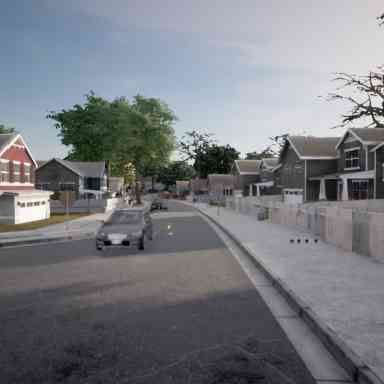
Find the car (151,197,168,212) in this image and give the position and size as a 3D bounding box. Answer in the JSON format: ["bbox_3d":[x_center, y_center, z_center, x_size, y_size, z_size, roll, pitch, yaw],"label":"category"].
[{"bbox_3d":[-3.894,1.630,39.801,1.994,1.385,4.181,0,0,-4],"label":"car"}]

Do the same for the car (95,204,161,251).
[{"bbox_3d":[-2.697,1.503,14.207,2.128,1.511,4.902,0,0,-1],"label":"car"}]
